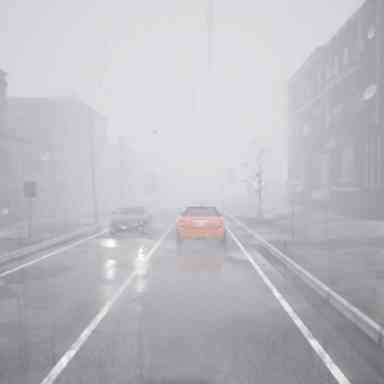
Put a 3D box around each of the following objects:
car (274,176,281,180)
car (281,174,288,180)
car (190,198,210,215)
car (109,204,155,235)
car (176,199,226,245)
[{"bbox_3d":[24.386,-3.725,88.936,2.097,1.535,5.008,0,1,-2],"label":"car"},{"bbox_3d":[24.734,-3.746,83.422,2.185,1.767,4.553,0,1,-4],"label":"car"},{"bbox_3d":[0.823,1.459,34.522,1.882,1.535,5.008,0,0,1],"label":"car"},{"bbox_3d":[-3.226,1.482,18.558,1.837,1.490,4.892,0,0,1],"label":"car"},{"bbox_3d":[0.421,1.344,15.775,2.097,1.767,4.553,0,0,1],"label":"car"}]
